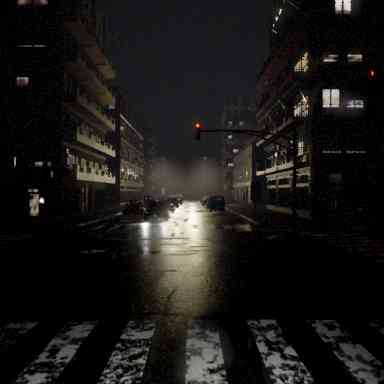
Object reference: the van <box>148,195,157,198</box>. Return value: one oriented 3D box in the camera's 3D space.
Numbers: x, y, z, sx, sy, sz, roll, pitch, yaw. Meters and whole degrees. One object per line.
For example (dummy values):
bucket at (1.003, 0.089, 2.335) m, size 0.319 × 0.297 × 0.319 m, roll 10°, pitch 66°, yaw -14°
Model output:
van at (-5.369, 1.329, 43.084) m, size 1.690 × 1.788 × 3.998 m, roll 0°, pitch 0°, yaw 0°

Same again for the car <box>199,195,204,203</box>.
car at (2.619, 1.550, 54.239) m, size 1.947 × 1.339 × 4.313 m, roll 0°, pitch 0°, yaw 0°

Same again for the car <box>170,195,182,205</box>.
car at (-2.795, 1.512, 46.948) m, size 1.812 × 1.442 × 4.674 m, roll 0°, pitch 0°, yaw 0°

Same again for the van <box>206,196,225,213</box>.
van at (2.730, 1.331, 36.873) m, size 1.690 × 1.788 × 3.998 m, roll 0°, pitch 0°, yaw 0°

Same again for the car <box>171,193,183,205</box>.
car at (-2.747, 1.204, 57.591) m, size 2.150 × 2.045 × 5.566 m, roll 0°, pitch 0°, yaw 1°

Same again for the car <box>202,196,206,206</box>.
car at (2.701, 1.533, 43.077) m, size 1.887 × 1.381 × 4.507 m, roll 0°, pitch 0°, yaw 0°

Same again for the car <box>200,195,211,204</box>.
car at (2.627, 1.419, 65.401) m, size 1.967 × 1.590 × 4.097 m, roll 0°, pitch 0°, yaw 0°

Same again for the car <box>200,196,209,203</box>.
car at (2.632, 1.520, 70.983) m, size 1.887 × 1.381 × 4.507 m, roll 0°, pitch 0°, yaw 0°

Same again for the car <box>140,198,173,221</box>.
car at (-2.812, 1.519, 27.390) m, size 1.812 × 1.442 × 4.674 m, roll 0°, pitch 0°, yaw -1°

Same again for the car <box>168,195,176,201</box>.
car at (-5.233, 1.512, 87.735) m, size 2.008 × 1.369 × 4.403 m, roll 0°, pitch 0°, yaw 0°

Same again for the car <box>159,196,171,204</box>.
car at (-5.253, 1.523, 65.409) m, size 1.887 × 1.381 × 4.507 m, roll 0°, pitch 0°, yaw 0°

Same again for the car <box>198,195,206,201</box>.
car at (2.648, 1.527, 87.728) m, size 1.947 × 1.339 × 4.313 m, roll 0°, pitch 0°, yaw 0°

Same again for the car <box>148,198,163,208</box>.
car at (-5.317, 1.568, 48.665) m, size 1.802 × 1.307 × 4.206 m, roll 0°, pitch 0°, yaw 0°

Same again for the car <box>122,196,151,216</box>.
car at (-5.414, 1.432, 31.920) m, size 1.967 × 1.590 × 4.097 m, roll 0°, pitch 0°, yaw 0°

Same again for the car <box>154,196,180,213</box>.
car at (-2.814, 1.537, 37.036) m, size 2.033 × 1.411 × 5.357 m, roll 0°, pitch 0°, yaw 0°
